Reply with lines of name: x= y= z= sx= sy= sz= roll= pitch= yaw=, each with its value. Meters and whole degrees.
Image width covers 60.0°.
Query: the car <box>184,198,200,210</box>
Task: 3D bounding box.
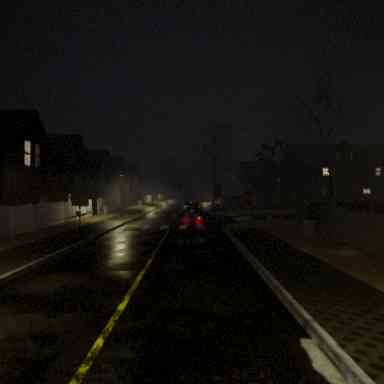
car: x=0.018 y=1.544 z=44.325 sx=2.033 sy=1.411 sz=5.357 roll=0 pitch=0 yaw=1

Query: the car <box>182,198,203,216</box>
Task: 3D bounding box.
car: x=0.008 y=1.488 z=32.345 sx=2.128 sy=1.511 sz=4.902 roll=0 pitch=0 yaw=0
